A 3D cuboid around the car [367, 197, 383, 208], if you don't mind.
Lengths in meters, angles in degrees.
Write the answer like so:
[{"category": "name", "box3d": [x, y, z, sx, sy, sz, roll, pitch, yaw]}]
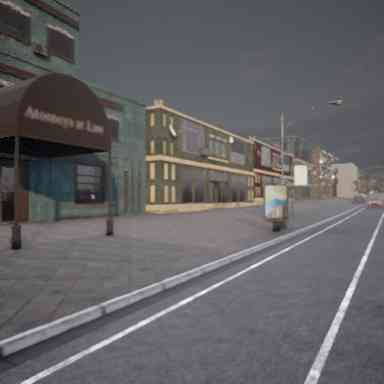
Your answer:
[{"category": "car", "box3d": [29.364, 1.677, 53.284, 2.097, 1.767, 4.553, -1, -1, 31]}]
